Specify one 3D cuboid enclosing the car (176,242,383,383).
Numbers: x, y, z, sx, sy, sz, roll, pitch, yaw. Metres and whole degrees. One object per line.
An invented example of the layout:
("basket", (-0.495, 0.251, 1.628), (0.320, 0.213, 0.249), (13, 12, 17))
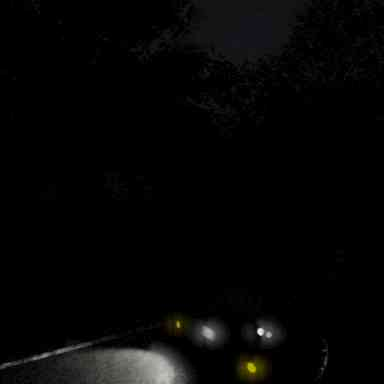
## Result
("car", (1.829, 1.553, 5.283), (4.181, 1.385, 1.994), (-1, 0, -35))
